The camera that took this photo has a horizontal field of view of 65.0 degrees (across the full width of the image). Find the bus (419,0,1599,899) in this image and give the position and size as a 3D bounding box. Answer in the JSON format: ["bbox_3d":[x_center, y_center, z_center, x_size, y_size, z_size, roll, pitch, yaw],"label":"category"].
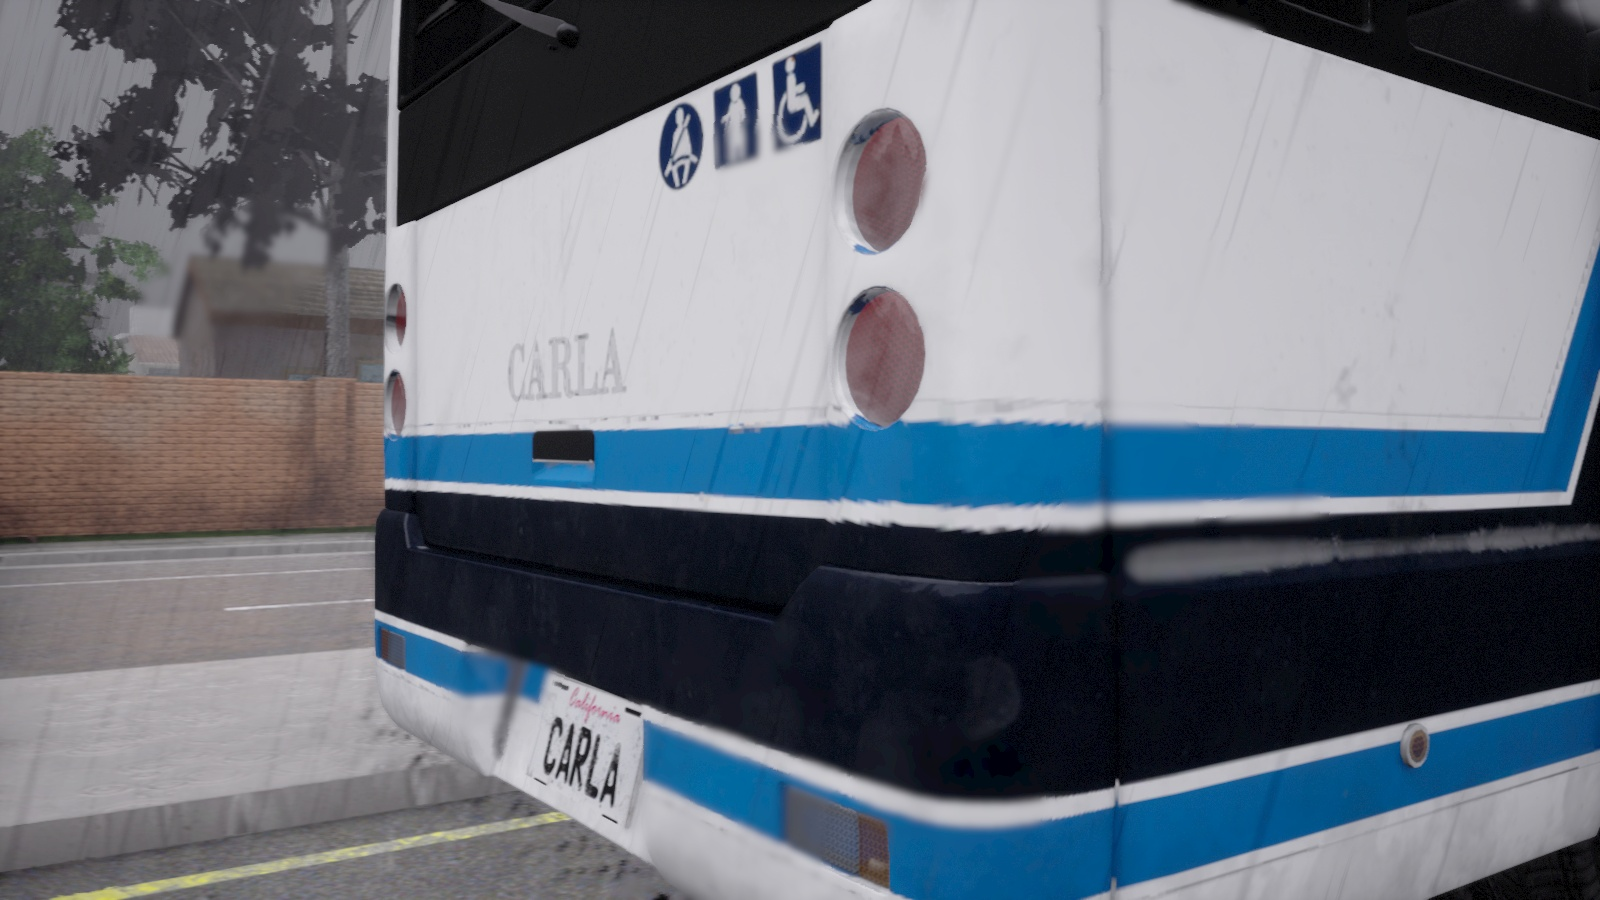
[{"bbox_3d":[3.824,-0.624,6.326,10.273,4.253,3.944,0,0,-35],"label":"bus"}]
